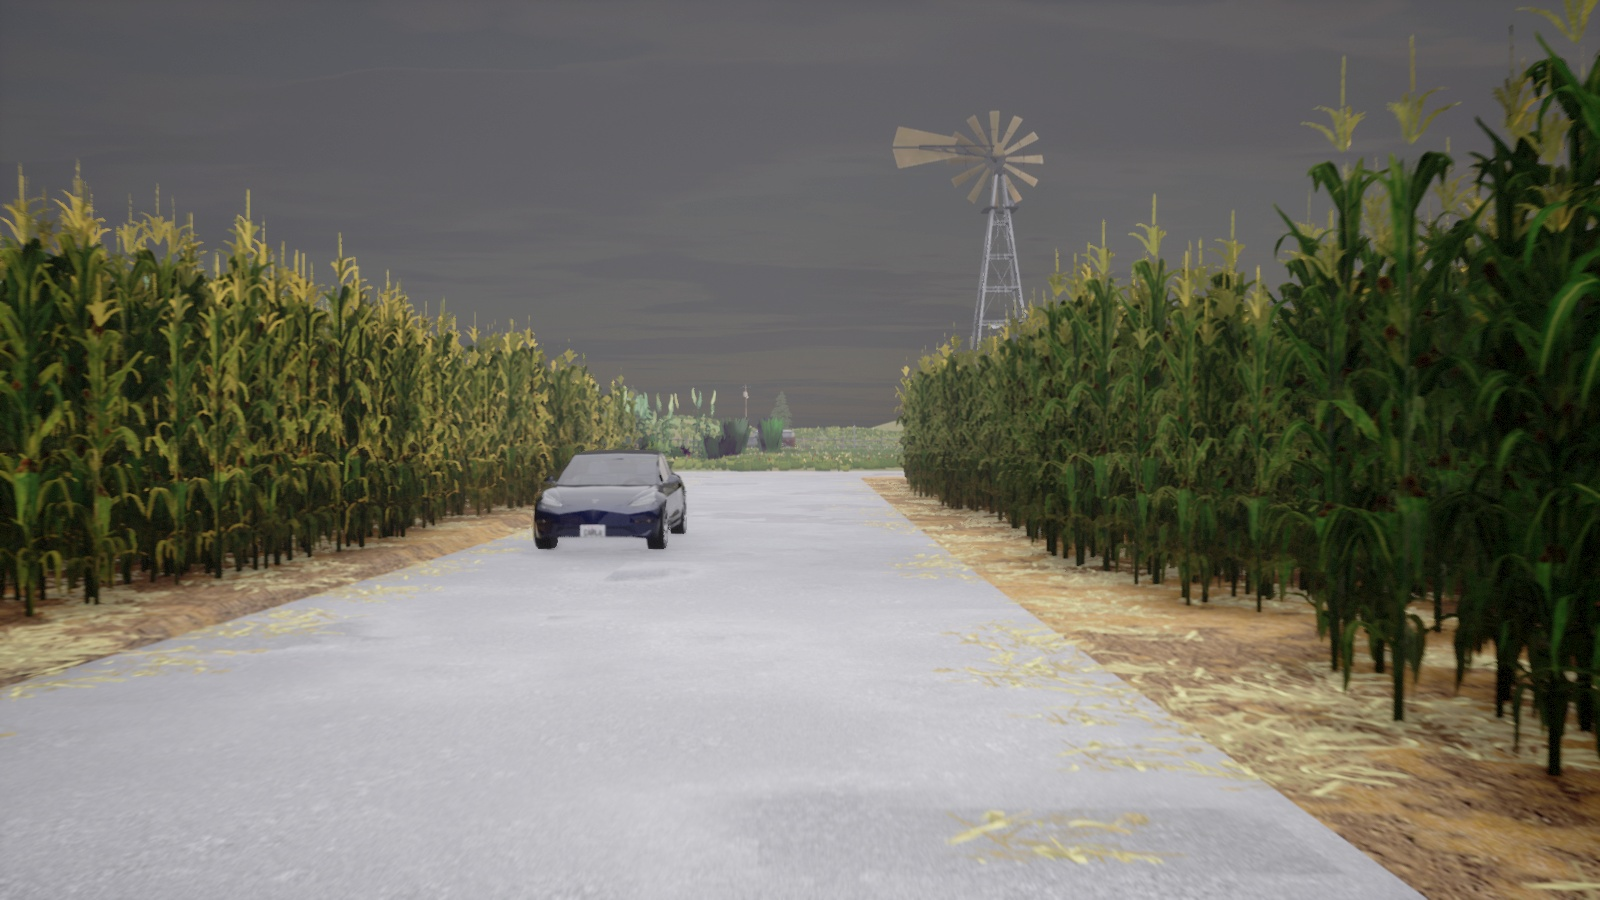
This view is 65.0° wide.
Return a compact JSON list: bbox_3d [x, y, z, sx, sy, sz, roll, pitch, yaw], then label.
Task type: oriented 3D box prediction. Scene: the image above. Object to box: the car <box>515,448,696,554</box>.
[{"bbox_3d":[-2.969,0.726,20.312,2.163,1.488,4.792,0,0,0],"label":"car"}]
